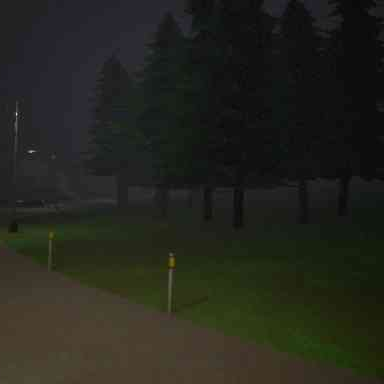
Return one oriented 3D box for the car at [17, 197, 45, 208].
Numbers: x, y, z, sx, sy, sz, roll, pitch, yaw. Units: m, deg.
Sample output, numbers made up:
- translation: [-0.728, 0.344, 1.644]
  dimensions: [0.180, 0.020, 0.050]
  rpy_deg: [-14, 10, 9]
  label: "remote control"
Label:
- translation: [-22.711, 1.442, 47.071]
  dimensions: [2.128, 1.511, 4.902]
  rpy_deg: [1, 1, 5]
  label: "car"
